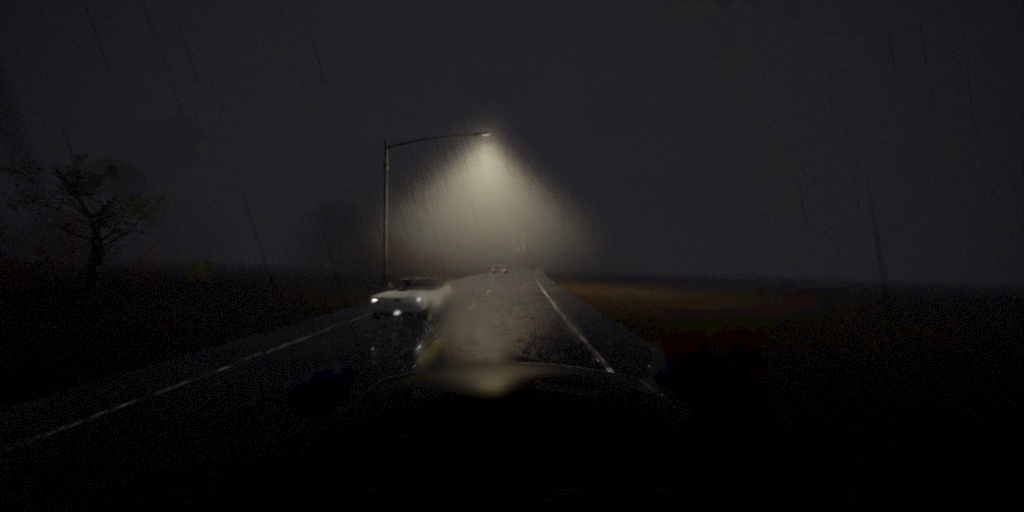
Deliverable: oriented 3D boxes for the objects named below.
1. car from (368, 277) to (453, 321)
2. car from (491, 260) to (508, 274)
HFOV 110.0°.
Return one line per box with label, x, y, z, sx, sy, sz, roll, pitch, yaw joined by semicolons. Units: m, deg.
car;-3.505;1.469;13.227;1.895;1.301;4.718;0;-1;1
car;-1.811;1.656;54.316;2.150;2.045;5.566;0;-1;4
